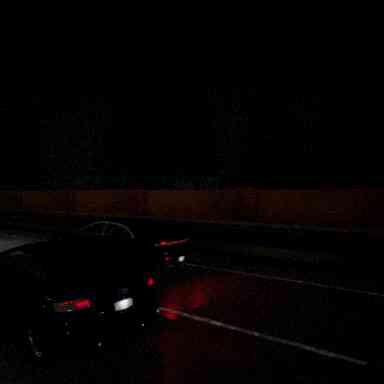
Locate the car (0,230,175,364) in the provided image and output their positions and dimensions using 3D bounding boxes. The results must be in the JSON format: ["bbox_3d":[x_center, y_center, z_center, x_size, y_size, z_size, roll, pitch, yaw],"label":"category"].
[{"bbox_3d":[-2.599,1.579,5.942,4.181,1.385,1.994,0,0,36],"label":"car"}]

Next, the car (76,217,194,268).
[{"bbox_3d":[-2.235,1.514,9.998,4.902,1.511,2.128,0,0,36],"label":"car"}]
